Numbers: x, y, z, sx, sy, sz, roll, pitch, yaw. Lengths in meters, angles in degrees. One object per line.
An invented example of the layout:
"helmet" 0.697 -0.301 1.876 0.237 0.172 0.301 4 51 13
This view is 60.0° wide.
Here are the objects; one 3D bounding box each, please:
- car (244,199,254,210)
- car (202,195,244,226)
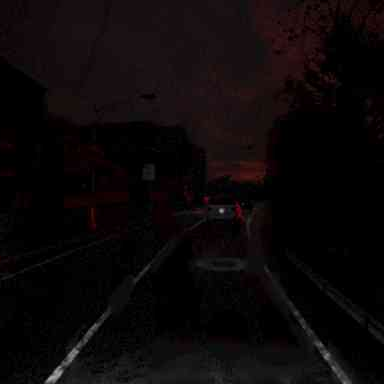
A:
"car" 6.643 1.520 41.822 2.033 1.411 5.357 -1 0 15
"car" 2.310 1.221 23.338 2.150 2.045 5.566 -1 0 10
